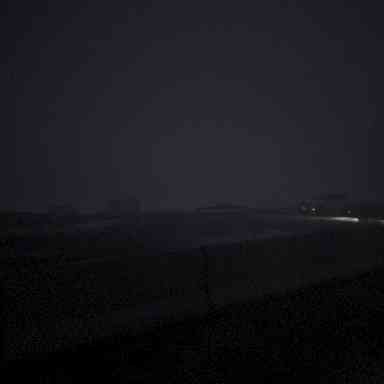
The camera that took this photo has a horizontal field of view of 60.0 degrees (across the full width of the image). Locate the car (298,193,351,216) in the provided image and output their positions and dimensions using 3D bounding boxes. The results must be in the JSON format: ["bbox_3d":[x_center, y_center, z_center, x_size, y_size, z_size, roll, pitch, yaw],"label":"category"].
[{"bbox_3d":[12.578,1.096,31.093,5.566,2.045,2.150,0,0,-25],"label":"car"}]

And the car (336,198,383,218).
[{"bbox_3d":[14.758,1.442,28.226,4.181,1.385,1.994,0,0,-24],"label":"car"}]
